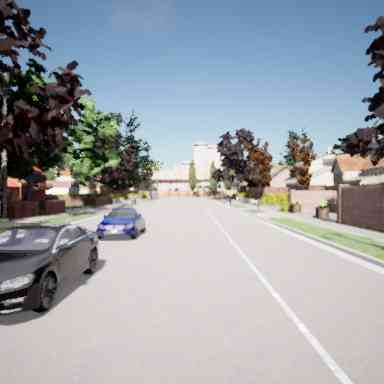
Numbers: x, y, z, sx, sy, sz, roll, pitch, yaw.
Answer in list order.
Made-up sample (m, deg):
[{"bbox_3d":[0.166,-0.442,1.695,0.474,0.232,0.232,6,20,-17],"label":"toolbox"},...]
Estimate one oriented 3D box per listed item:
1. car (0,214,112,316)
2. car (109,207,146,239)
[{"bbox_3d":[-3.598,1.504,7.775,2.128,1.511,4.902,0,0,0],"label":"car"},{"bbox_3d":[-3.582,1.554,17.618,1.812,1.442,4.674,0,0,0],"label":"car"}]
